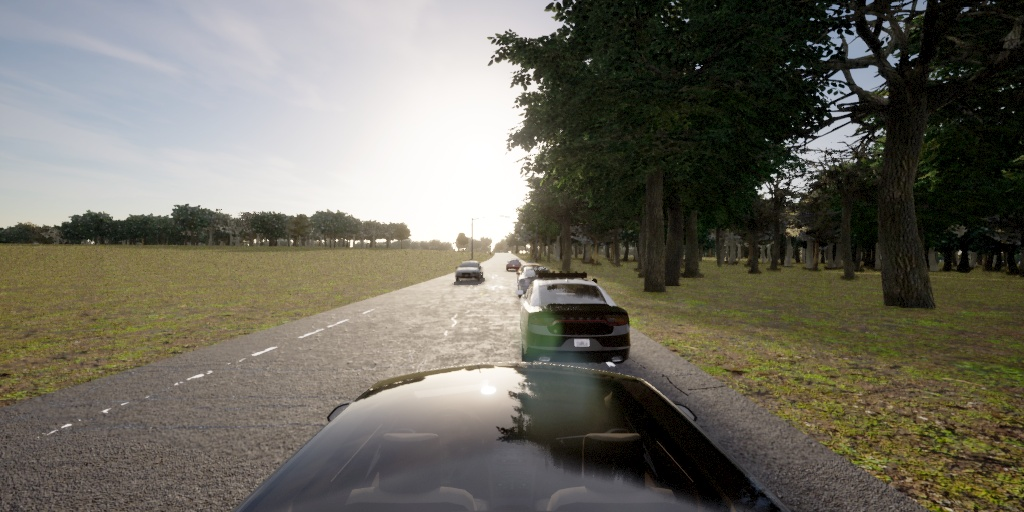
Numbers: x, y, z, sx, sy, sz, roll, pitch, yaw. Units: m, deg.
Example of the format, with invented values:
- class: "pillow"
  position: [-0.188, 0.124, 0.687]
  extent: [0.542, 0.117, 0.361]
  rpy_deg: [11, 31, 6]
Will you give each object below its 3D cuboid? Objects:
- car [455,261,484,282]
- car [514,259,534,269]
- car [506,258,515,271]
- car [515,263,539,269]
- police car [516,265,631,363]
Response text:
- class: "car"
  position: [-3.293, 1.185, 28.331]
  extent: [1.837, 1.490, 4.892]
  rpy_deg: [0, 0, 0]
- class: "car"
  position: [1.246, 1.153, 24.349]
  extent: [1.801, 1.575, 5.366]
  rpy_deg: [0, 0, 0]
- class: "car"
  position: [0.266, 1.147, 46.552]
  extent: [1.994, 1.385, 4.181]
  rpy_deg: [0, 0, 2]
- class: "car"
  position: [1.210, 1.245, 18.156]
  extent: [1.812, 1.442, 4.674]
  rpy_deg: [0, 0, 0]
- class: "police car"
  position: [1.131, 1.168, 8.260]
  extent: [1.930, 1.638, 5.238]
  rpy_deg: [0, 0, 1]
